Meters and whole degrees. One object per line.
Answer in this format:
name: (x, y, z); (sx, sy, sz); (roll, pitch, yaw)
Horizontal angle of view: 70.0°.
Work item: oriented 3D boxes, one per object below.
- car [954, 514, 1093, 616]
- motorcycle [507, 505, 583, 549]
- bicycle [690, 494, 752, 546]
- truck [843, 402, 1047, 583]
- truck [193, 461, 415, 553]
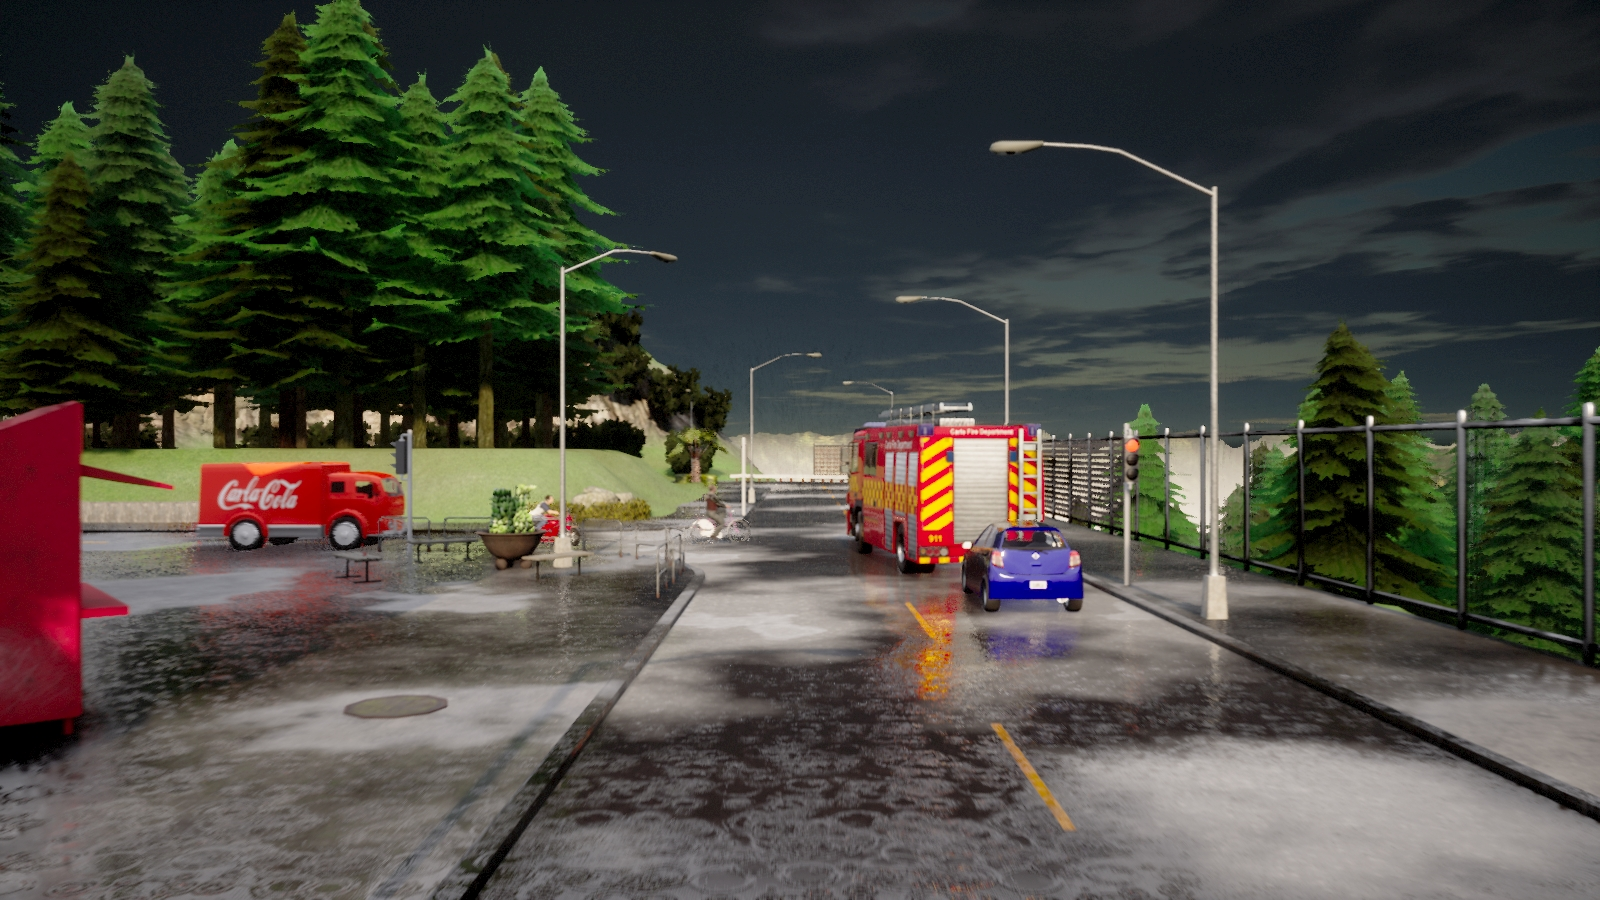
car: (3.999, 2.038, 21.021); (1.845, 1.501, 3.633); (0, 0, 0)
motorcycle: (-7.264, 2.186, 32.640); (2.033, 1.199, 0.803); (0, 0, -5)
bicycle: (-2.335, 2.060, 33.886); (1.835, 1.471, 0.329); (0, -1, -24)
truck: (3.267, 0.890, 28.529); (2.891, 3.827, 8.468); (0, 0, -8)
truck: (-13.985, 1.568, 32.511); (5.204, 2.467, 2.627); (0, 0, 0)
